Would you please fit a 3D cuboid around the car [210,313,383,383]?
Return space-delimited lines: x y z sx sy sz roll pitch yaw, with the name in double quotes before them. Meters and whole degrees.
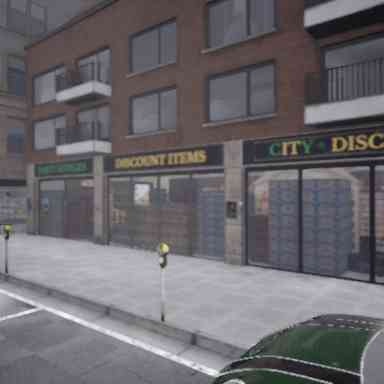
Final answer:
"car" 2.145 1.357 1.630 4.553 1.767 2.097 0 0 37
